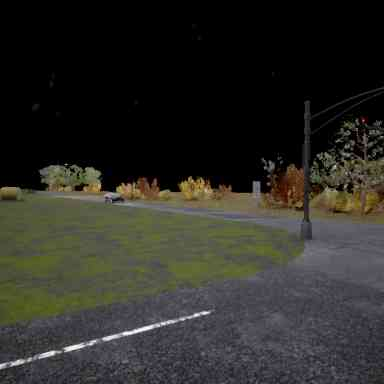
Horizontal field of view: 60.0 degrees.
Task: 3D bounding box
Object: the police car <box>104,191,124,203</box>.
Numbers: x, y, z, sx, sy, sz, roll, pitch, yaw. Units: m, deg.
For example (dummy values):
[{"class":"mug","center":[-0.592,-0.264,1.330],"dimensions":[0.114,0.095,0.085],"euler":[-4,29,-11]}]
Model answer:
[{"class":"police car","center":[-11.649,0.744,49.721],"dimensions":[1.930,1.638,5.238],"euler":[1,0,-32]}]
